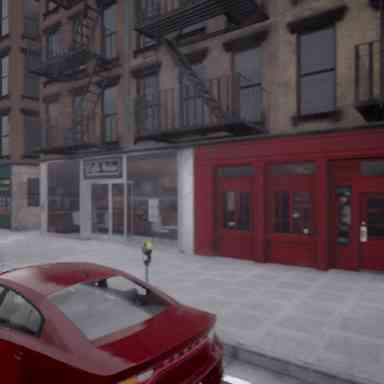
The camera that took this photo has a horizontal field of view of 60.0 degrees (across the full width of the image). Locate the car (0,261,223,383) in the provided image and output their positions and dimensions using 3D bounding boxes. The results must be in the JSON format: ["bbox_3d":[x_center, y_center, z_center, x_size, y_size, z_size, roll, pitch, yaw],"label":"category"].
[{"bbox_3d":[-1.798,1.557,4.084,4.507,1.381,1.887,0,0,35],"label":"car"}]
